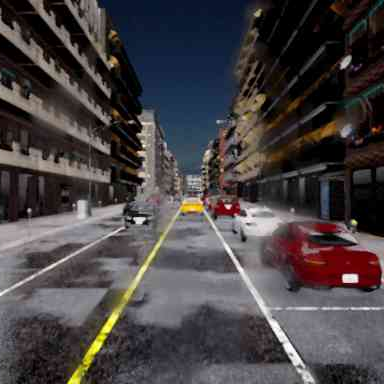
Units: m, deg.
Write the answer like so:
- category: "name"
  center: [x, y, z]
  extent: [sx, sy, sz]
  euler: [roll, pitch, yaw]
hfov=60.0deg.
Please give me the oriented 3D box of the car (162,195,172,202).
- category: "car"
  center: [-5.311, 1.282, 70.049]
  extent: [1.802, 1.307, 4.206]
  euler: [1, 0, 0]

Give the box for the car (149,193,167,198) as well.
- category: "car"
  center: [-5.300, 1.078, 47.923]
  extent: [2.192, 1.841, 5.009]
  euler: [1, 0, 0]

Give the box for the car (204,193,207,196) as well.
- category: "car"
  center: [2.545, 1.247, 36.807]
  extent: [1.967, 1.590, 4.097]
  euler: [1, 0, 0]

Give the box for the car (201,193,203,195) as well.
- category: "car"
  center: [0.058, 1.125, 45.109]
  extent: [2.097, 1.767, 4.553]
  euler: [0, 0, 0]

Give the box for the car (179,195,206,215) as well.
- category: "car"
  center: [0.064, 1.308, 31.397]
  extent: [1.882, 1.535, 5.008]
  euler: [0, 0, 0]

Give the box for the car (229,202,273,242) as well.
- category: "car"
  center: [3.021, 1.435, 15.660]
  extent: [1.812, 1.442, 4.674]
  euler: [0, 0, 0]

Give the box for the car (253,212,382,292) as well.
- category: "car"
  center: [3.022, 1.474, 8.659]
  extent: [1.812, 1.442, 4.674]
  euler: [0, 0, 0]

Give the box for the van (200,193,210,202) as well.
- category: "van"
  center: [2.542, 1.054, 64.464]
  extent: [1.690, 1.788, 3.998]
  euler: [1, 0, 0]

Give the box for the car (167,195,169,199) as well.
- category: "car"
  center: [-5.307, 1.289, 53.455]
  extent: [1.887, 1.381, 4.507]
  euler: [1, 0, 0]

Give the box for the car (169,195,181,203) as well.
- category: "car"
  center: [-2.760, 1.270, 63.205]
  extent: [2.033, 1.411, 5.357]
  euler: [0, 0, 0]

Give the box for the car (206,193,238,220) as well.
- category: "car"
  center: [2.551, 1.172, 25.743]
  extent: [2.192, 1.841, 5.009]
  euler: [1, 0, 0]

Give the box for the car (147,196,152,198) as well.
- category: "car"
  center: [-5.303, 1.396, 31.334]
  extent: [1.947, 1.339, 4.313]
  euler: [1, 0, 0]

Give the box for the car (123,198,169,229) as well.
- category: "car"
  center: [-2.853, 1.375, 20.434]
  extent: [2.128, 1.511, 4.902]
  euler: [0, 0, 0]
